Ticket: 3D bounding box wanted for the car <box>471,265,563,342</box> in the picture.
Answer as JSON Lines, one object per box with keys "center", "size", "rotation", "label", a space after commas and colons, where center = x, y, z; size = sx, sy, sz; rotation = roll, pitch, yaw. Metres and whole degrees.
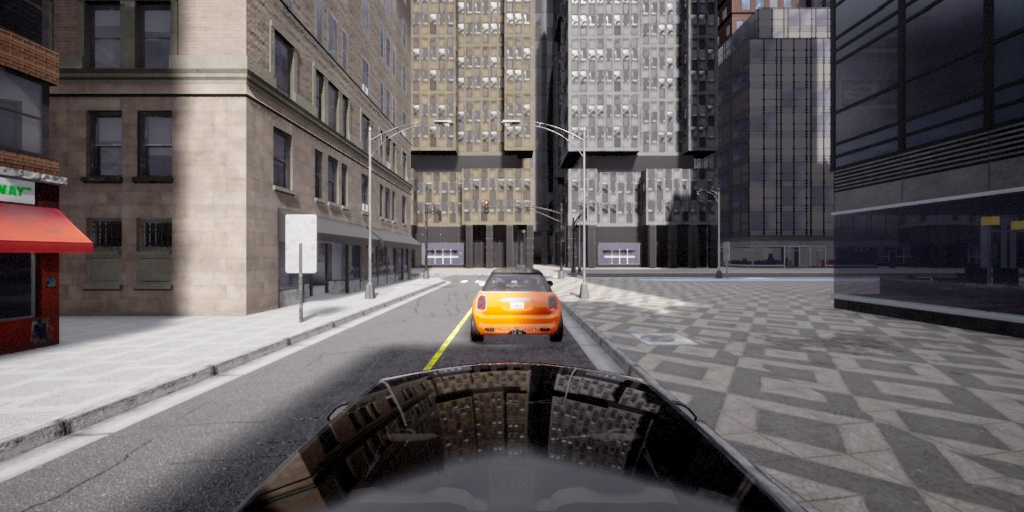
{"center": [0.104, 1.101, 9.967], "size": [2.097, 1.767, 4.553], "rotation": [0, 0, 0], "label": "car"}
